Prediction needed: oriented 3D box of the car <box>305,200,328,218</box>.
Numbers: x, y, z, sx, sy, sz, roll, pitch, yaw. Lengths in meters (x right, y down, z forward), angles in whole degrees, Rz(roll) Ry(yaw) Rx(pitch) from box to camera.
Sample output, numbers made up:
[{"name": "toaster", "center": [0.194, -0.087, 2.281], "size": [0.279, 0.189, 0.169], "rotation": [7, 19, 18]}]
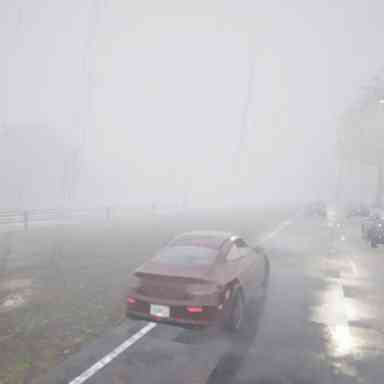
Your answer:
[{"name": "car", "center": [12.034, 1.726, 32.171], "size": [1.895, 1.301, 4.718], "rotation": [0, 0, 22]}]

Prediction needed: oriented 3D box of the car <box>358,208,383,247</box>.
[{"name": "car", "center": [8.847, 1.631, 14.884], "size": [1.994, 1.385, 4.181], "rotation": [0, 0, 22]}]

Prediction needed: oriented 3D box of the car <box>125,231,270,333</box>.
[{"name": "car", "center": [0.406, 1.535, 6.878], "size": [1.812, 1.442, 4.674], "rotation": [0, 0, 22]}]

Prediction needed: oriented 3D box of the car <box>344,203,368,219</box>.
[{"name": "car", "center": [15.285, 1.686, 30.816], "size": [2.033, 1.411, 5.357], "rotation": [0, 0, 22]}]
